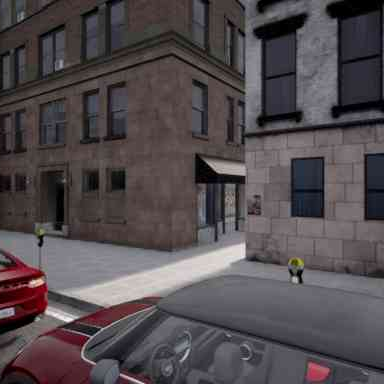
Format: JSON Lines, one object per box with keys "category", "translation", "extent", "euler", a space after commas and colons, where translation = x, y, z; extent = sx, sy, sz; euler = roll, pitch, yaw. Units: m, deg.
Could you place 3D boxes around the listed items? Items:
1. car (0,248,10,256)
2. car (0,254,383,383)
{"category": "car", "translation": [-4.403, 1.545, 5.897], "extent": [4.507, 1.381, 1.887], "euler": [0, 0, 35]}
{"category": "car", "translation": [0.246, 1.440, 2.629], "extent": [4.097, 1.590, 1.967], "euler": [0, 0, 35]}
